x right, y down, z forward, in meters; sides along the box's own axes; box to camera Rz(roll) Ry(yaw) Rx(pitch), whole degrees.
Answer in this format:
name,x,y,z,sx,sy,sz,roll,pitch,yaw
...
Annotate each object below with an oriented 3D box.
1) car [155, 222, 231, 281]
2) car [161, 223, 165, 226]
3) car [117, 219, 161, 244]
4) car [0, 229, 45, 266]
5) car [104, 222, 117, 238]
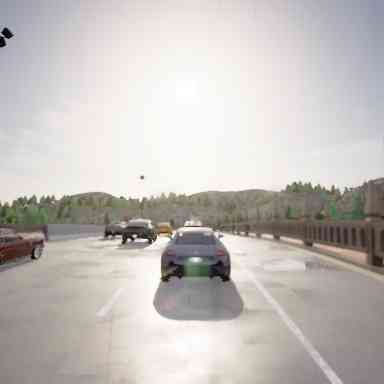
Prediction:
name,x,y,z,sx,sy,sz,roll,pitch,yaw
car,0.095,1.840,10.702,1.994,1.385,4.181,0,-3,0
car,-3.419,4.520,40.728,1.882,1.535,5.008,0,-6,0
car,-3.411,2.617,22.252,1.837,1.490,4.892,0,-5,0
car,-6.905,1.915,11.464,1.895,1.301,4.718,0,-3,0
car,-6.916,3.576,31.595,2.128,1.511,4.902,0,-6,0
